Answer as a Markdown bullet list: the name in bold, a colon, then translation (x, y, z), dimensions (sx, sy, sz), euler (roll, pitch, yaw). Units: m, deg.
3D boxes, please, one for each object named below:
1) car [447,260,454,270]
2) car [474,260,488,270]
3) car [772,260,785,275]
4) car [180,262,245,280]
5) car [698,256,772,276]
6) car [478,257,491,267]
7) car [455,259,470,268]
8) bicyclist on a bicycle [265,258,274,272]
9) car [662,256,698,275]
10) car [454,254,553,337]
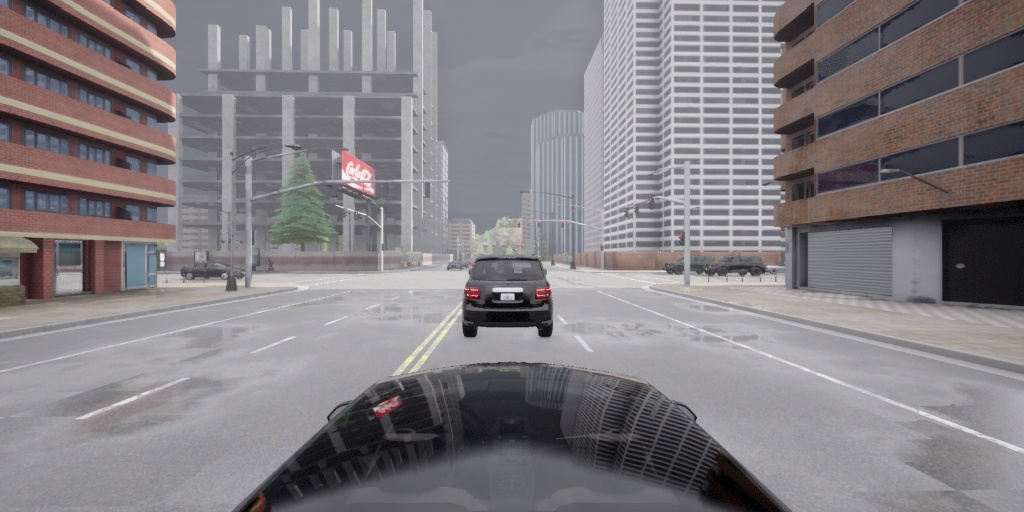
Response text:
- **car**: translation (-8.124, 1.314, 51.781), dimensions (1.994, 1.385, 4.181), euler (0, 0, -1)
- **car**: translation (-4.679, 1.314, 54.613), dimensions (1.994, 1.385, 4.181), euler (0, 0, -1)
- **car**: translation (29.506, 1.351, 39.232), dimensions (4.718, 1.301, 1.895), euler (0, 0, -1)
- **car**: translation (-25.326, 1.255, 30.610), dimensions (4.892, 1.490, 1.837), euler (0, 0, -1)
- **car**: translation (21.988, 0.971, 35.549), dimensions (5.566, 2.045, 2.150), euler (0, 0, -2)
- **car**: translation (-4.845, 1.102, 64.303), dimensions (2.097, 1.767, 4.553), euler (0, 0, -1)
- **car**: translation (-8.286, 1.255, 60.353), dimensions (1.837, 1.490, 4.892), euler (0, 0, -1)
- **bicyclist on a bicycle**: translation (-28.715, 1.051, 42.505), dimensions (0.582, 1.620, 1.656), euler (0, 0, -1)
- **car**: translation (19.376, 0.972, 38.978), dimensions (5.566, 2.045, 2.150), euler (0, 0, -1)
- **car**: translation (-0.122, 0.971, 10.391), dimensions (2.150, 2.045, 5.566), euler (0, 0, -1)
